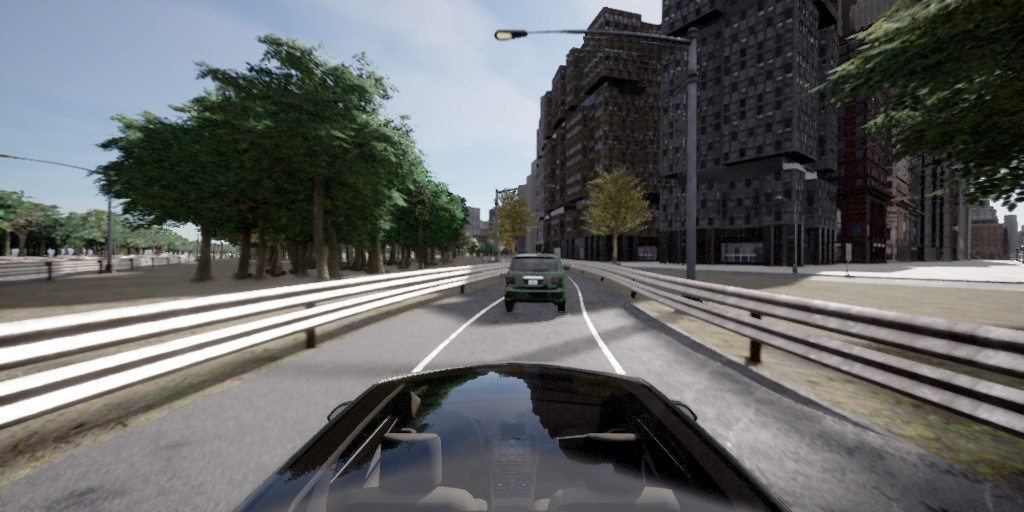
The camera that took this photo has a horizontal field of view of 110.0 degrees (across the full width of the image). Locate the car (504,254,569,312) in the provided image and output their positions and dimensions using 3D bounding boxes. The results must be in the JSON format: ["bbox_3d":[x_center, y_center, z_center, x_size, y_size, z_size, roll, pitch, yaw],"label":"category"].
[{"bbox_3d":[1.065,0.941,14.231,2.150,2.045,5.566,0,0,8],"label":"car"}]
